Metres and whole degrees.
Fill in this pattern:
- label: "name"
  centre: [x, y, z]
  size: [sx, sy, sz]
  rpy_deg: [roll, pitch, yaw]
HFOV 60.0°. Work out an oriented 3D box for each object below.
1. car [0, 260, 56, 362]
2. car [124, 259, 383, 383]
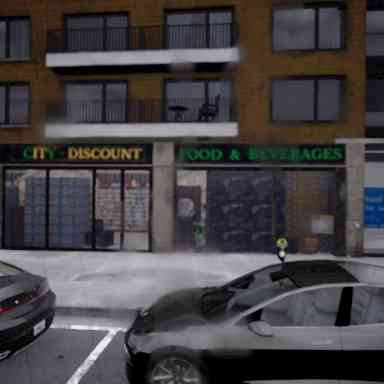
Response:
- label: "car"
  centre: [-4.183, 1.546, 4.604]
  size: [4.403, 1.369, 2.008]
  rpy_deg: [0, 1, 6]
- label: "car"
  centre: [1.375, 1.566, 4.044]
  size: [4.313, 1.339, 1.947]
  rpy_deg: [0, 1, 6]
